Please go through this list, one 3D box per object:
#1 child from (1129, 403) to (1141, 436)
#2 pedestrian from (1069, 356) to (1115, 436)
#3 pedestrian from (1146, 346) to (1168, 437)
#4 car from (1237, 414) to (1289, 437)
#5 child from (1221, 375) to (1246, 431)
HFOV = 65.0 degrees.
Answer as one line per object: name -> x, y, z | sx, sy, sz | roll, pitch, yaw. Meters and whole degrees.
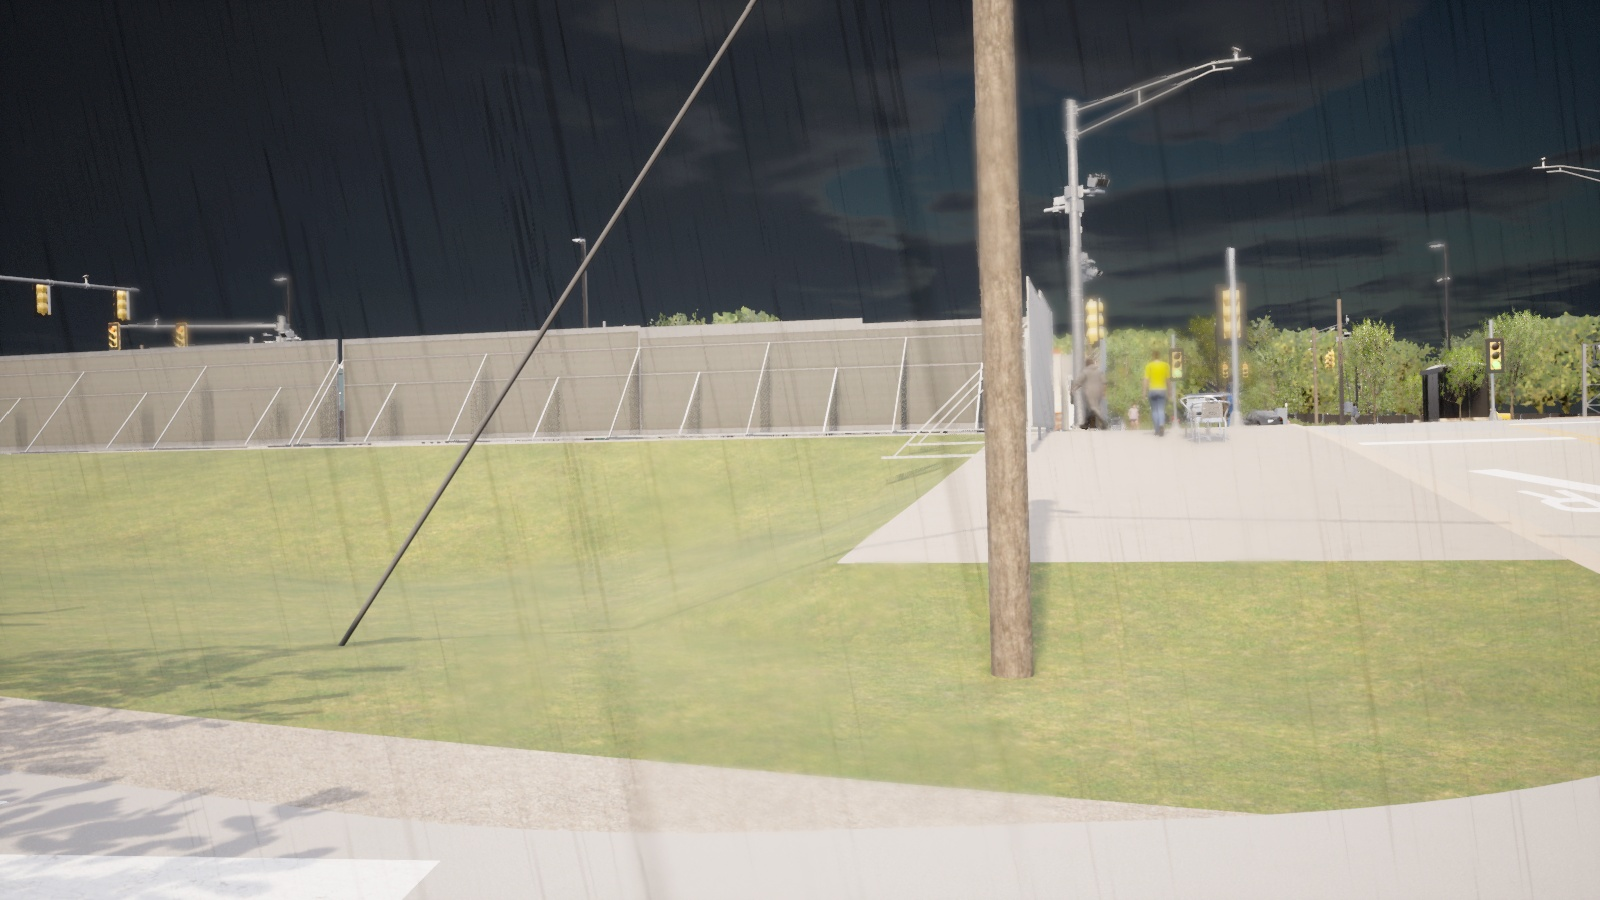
child -> 11.354, -1.029, 42.550 | 0.255, 1.110, 0.394 | -1, 0, -6
pedestrian -> 7.301, -1.350, 31.448 | 0.659, 1.952, 0.873 | -1, 0, -29
pedestrian -> 7.321, -1.183, 25.786 | 0.354, 1.836, 0.706 | -1, 0, 13
car -> 31.357, -1.671, 85.207 | 2.163, 1.488, 4.792 | -1, 1, 7
child -> 10.039, -1.090, 29.094 | 0.437, 1.263, 0.270 | -1, 0, -5
